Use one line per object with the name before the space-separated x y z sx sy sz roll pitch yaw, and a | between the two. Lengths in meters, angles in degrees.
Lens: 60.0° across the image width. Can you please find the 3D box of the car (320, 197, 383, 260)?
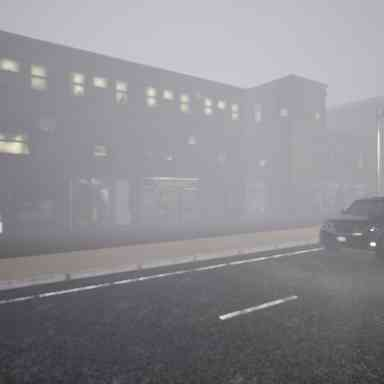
car | 7.248 1.218 12.714 5.566 2.045 2.150 0 0 -35
